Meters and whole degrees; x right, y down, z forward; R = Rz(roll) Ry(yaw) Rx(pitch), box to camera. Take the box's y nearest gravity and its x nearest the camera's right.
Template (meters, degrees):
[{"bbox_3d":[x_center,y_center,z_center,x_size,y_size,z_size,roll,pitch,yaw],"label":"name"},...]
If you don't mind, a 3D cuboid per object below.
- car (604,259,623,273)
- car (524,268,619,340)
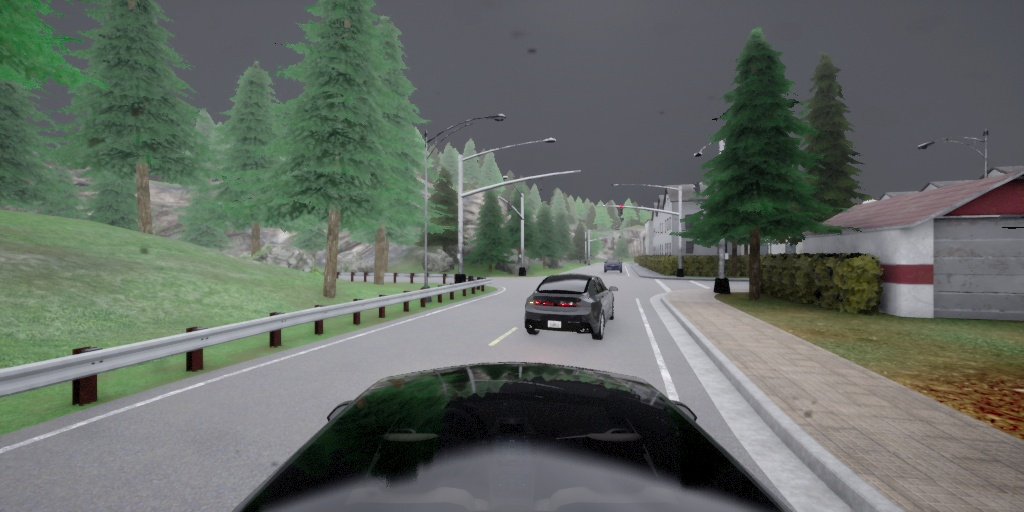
[{"bbox_3d":[12.445,1.102,44.024,2.097,1.767,4.553,0,0,17],"label":"car"},{"bbox_3d":[1.800,1.255,10.152,1.837,1.490,4.892,0,0,21],"label":"car"}]
